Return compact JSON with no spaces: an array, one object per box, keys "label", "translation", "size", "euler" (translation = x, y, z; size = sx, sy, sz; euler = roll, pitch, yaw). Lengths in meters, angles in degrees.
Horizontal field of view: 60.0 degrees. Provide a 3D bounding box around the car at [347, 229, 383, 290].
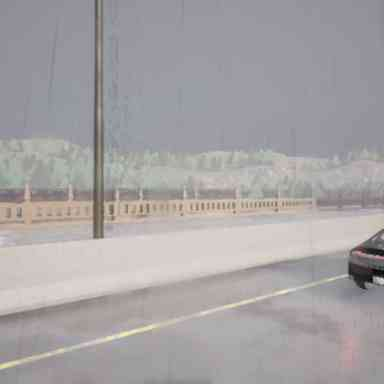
[{"label":"car","translation":[5.620,1.498,7.818],"size":[4.902,1.511,2.128],"euler":[0,0,-35]}]
